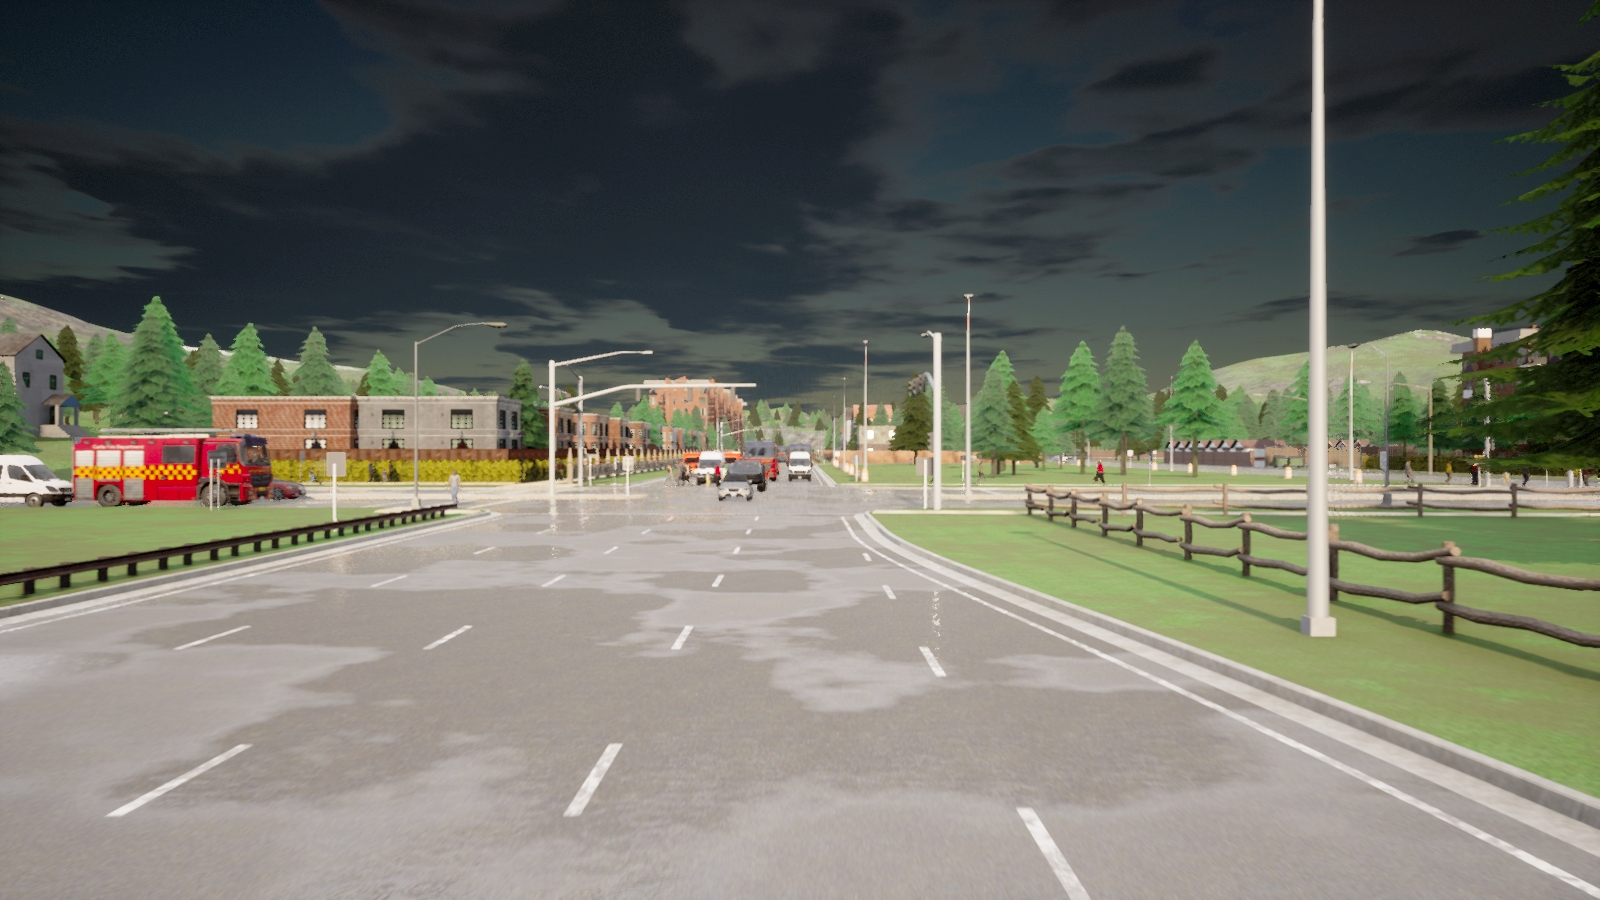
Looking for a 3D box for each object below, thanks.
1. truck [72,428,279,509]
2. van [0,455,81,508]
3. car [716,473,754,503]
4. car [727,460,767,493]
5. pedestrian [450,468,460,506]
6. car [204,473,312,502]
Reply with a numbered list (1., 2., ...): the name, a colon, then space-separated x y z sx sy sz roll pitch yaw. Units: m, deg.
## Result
1. truck: -30.107 0.870 55.305 8.468 3.827 2.891 0 0 1
2. van: -38.571 1.514 55.634 5.915 2.561 1.988 0 0 1
3. car: -3.505 2.042 62.305 1.816 1.474 4.193 0 0 0
4. car: -3.505 1.725 76.619 2.390 2.098 6.274 0 0 0
5. pedestrian: -17.120 1.827 56.731 0.375 1.860 0.375 0 0 -4
6. car: -29.648 2.025 62.559 4.902 1.511 2.128 0 0 1
